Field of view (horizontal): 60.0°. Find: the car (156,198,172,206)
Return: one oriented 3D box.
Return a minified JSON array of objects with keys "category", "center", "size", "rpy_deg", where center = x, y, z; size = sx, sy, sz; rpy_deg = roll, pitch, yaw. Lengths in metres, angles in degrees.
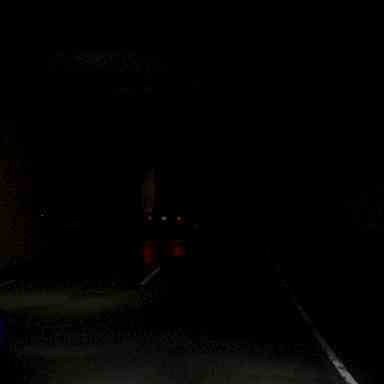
[{"category":"car","center":[-5.314,1.857,63.962],"size":[1.994,1.385,4.181],"rpy_deg":[0,0,9]}]

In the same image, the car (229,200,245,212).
[{"category":"car","center":[5.748,1.757,42.471],"size":[2.033,1.411,5.357],"rpy_deg":[0,0,9]}]

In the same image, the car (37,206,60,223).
[{"category":"car","center":[-11.453,1.694,23.566],"size":[1.895,1.301,4.718],"rpy_deg":[0,0,9]}]

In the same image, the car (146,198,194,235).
[{"category":"car","center":[-1.180,1.444,19.739],"size":[2.097,1.767,4.553],"rpy_deg":[0,0,8]}]

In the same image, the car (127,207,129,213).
[{"category":"car","center":[-7.116,1.673,28.874],"size":[2.033,1.411,5.357],"rpy_deg":[0,0,9]}]

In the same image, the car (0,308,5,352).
[{"category":"car","center":[-3.285,1.225,1.460],"size":[2.150,2.045,5.566],"rpy_deg":[0,0,2]}]
